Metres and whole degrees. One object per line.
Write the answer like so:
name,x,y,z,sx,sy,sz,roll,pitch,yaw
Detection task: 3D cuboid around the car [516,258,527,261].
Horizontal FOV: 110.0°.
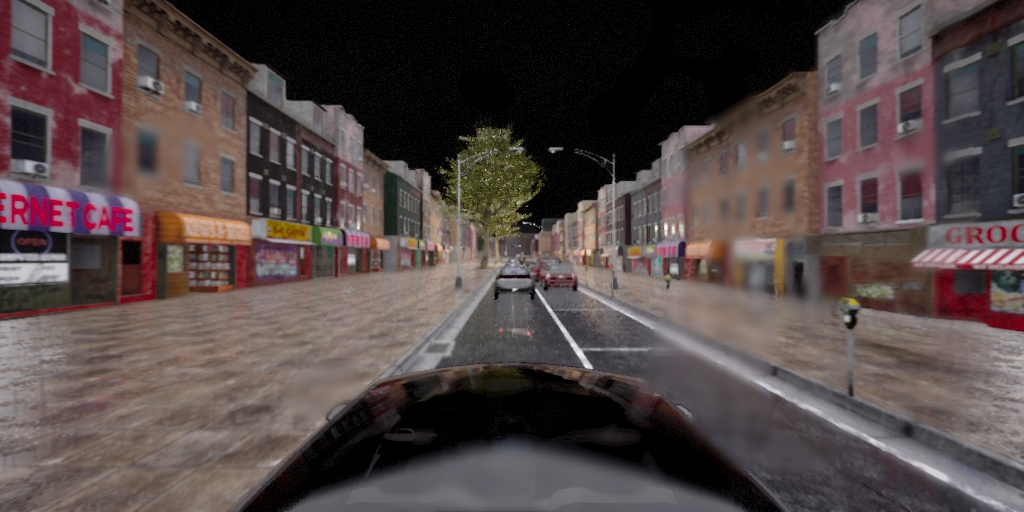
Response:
car,0.117,1.163,36.446,2.033,1.411,5.357,0,0,0

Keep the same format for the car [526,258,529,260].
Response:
car,2.658,1.133,38.122,1.751,1.417,4.829,0,0,0

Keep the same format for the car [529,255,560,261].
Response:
car,2.652,0.976,26.869,2.192,1.841,5.009,0,0,0

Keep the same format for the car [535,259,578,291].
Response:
car,2.649,1.126,21.327,1.967,1.591,4.097,0,0,0

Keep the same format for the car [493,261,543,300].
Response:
car,0.108,1.195,17.368,2.128,1.511,4.902,0,0,0

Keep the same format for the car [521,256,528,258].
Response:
car,2.667,1.065,54.577,2.007,1.370,4.403,0,0,0
